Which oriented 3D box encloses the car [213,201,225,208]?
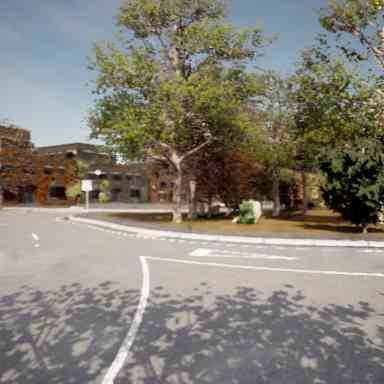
[{"bbox_3d":[7.892,3.495,93.796,2.435,2.045,5.566,0,-1,28],"label":"car"}]
